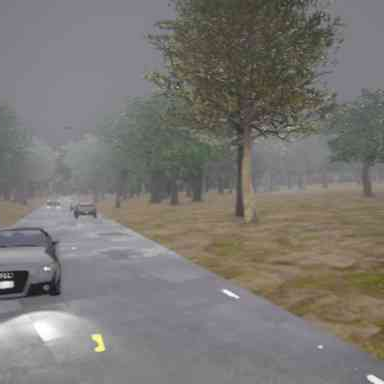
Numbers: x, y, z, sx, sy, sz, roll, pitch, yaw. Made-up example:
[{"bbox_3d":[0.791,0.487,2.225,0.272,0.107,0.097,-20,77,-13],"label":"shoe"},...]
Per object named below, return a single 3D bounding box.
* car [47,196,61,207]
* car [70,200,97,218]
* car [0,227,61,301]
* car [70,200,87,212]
[{"bbox_3d":[-23.156,1.485,55.706,2.097,1.767,4.553,0,0,-22],"label":"car"},{"bbox_3d":[-9.862,1.557,30.584,2.128,1.511,4.902,0,0,-21],"label":"car"},{"bbox_3d":[-4.272,1.573,8.133,1.994,1.385,4.181,0,0,-22],"label":"car"},{"bbox_3d":[-14.030,1.694,40.960,1.895,1.301,4.718,0,0,-21],"label":"car"}]
